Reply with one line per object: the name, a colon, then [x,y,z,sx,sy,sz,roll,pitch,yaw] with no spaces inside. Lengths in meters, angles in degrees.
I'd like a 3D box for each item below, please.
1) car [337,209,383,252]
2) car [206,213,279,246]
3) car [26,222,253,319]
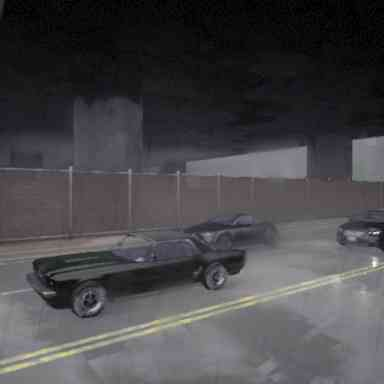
car: [8.045,1.501,13.988,4.902,1.511,2.128,0,0,-35]
car: [1.654,1.570,13.745,4.181,1.385,1.994,0,0,-35]
car: [-1.061,1.603,7.507,4.718,1.301,1.895,0,0,-35]
